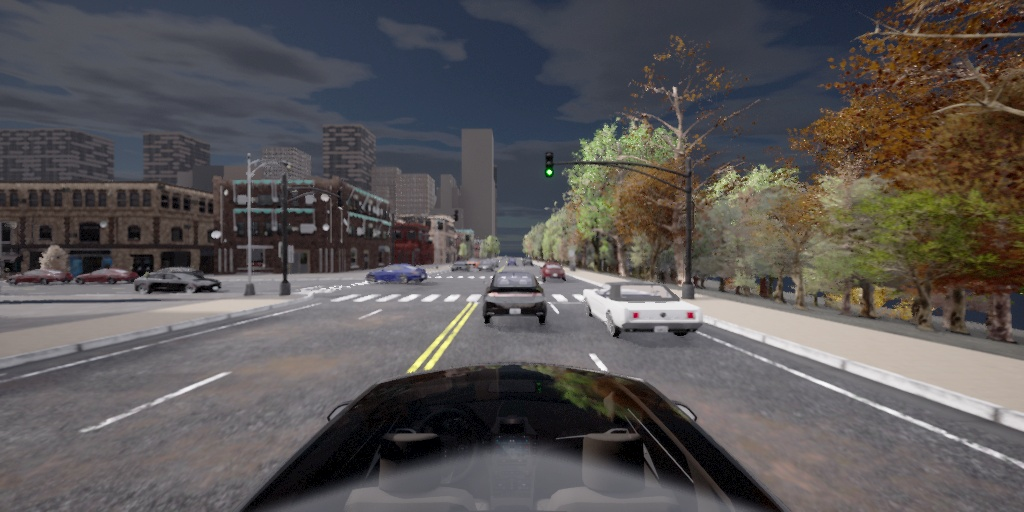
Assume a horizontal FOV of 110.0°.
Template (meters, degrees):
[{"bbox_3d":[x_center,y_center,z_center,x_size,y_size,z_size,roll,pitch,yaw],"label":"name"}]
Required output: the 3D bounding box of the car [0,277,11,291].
[{"bbox_3d":[-33.824,1.615,21.641,4.097,1.591,1.967,0,0,0],"label":"car"}]

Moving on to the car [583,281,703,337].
[{"bbox_3d":[3.349,1.358,10.256,1.895,1.301,4.718,0,0,0],"label":"car"}]

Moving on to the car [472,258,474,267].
[{"bbox_3d":[-6.552,1.144,61.199,2.097,1.767,4.553,0,0,1],"label":"car"}]

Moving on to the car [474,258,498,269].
[{"bbox_3d":[-3.338,1.275,46.784,2.128,1.511,4.902,0,0,0],"label":"car"}]

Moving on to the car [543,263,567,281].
[{"bbox_3d":[3.358,1.299,30.189,1.812,1.442,4.674,0,0,0],"label":"car"}]

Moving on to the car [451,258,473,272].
[{"bbox_3d":[-6.589,1.346,46.319,1.994,1.385,4.181,0,0,0],"label":"car"}]

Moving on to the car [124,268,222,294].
[{"bbox_3d":[-19.948,1.584,21.503,4.313,1.339,1.948,0,0,0],"label":"car"}]

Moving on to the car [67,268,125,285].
[{"bbox_3d":[-33.817,1.682,30.022,4.207,1.307,1.802,0,0,0],"label":"car"}]

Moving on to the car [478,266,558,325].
[{"bbox_3d":[0.055,1.250,11.885,2.128,1.511,4.902,0,0,-1],"label":"car"}]

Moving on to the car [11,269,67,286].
[{"bbox_3d":[-39.351,1.744,30.029,4.207,1.307,1.802,0,0,0],"label":"car"}]

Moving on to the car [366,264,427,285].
[{"bbox_3d":[-8.507,1.307,26.469,4.674,1.442,1.812,-1,-1,21],"label":"car"}]
